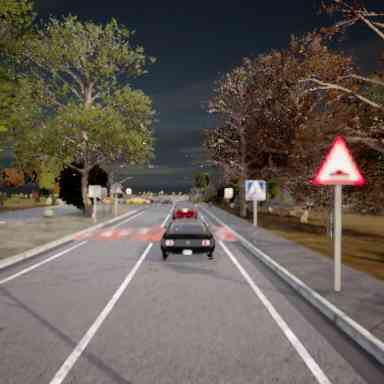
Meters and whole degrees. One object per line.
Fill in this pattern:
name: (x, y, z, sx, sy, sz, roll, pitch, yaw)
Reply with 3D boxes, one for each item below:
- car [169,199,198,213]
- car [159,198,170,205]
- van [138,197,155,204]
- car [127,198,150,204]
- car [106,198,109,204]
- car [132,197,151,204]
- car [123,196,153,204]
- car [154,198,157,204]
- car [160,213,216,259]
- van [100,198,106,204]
car: (-0.584, 1.505, 28.427, 2.097, 1.767, 4.553, 0, 0, -1)
car: (-4.873, 1.901, 65.256, 1.994, 1.385, 4.181, 0, -1, -1)
van: (-12.809, 2.413, 93.249, 4.442, 1.987, 1.878, 0, -2, -2)
car: (-12.256, 2.067, 76.610, 4.892, 1.521, 2.231, 0, -2, -2)
car: (-25.667, 2.425, 90.326, 4.553, 1.767, 2.185, 0, -2, -2)
car: (-12.429, 2.117, 82.158, 4.553, 1.767, 2.185, 0, -2, -2)
car: (-11.991, 1.987, 73.849, 5.366, 1.575, 1.946, 0, -2, -2)
car: (-12.443, 2.088, 84.933, 5.566, 2.045, 2.435, 0, -2, -2)
car: (-0.176, 1.736, 13.285, 1.895, 1.301, 4.718, 0, 0, -1)
van: (-25.742, 2.226, 87.559, 4.442, 1.987, 1.878, 0, -2, -2)
